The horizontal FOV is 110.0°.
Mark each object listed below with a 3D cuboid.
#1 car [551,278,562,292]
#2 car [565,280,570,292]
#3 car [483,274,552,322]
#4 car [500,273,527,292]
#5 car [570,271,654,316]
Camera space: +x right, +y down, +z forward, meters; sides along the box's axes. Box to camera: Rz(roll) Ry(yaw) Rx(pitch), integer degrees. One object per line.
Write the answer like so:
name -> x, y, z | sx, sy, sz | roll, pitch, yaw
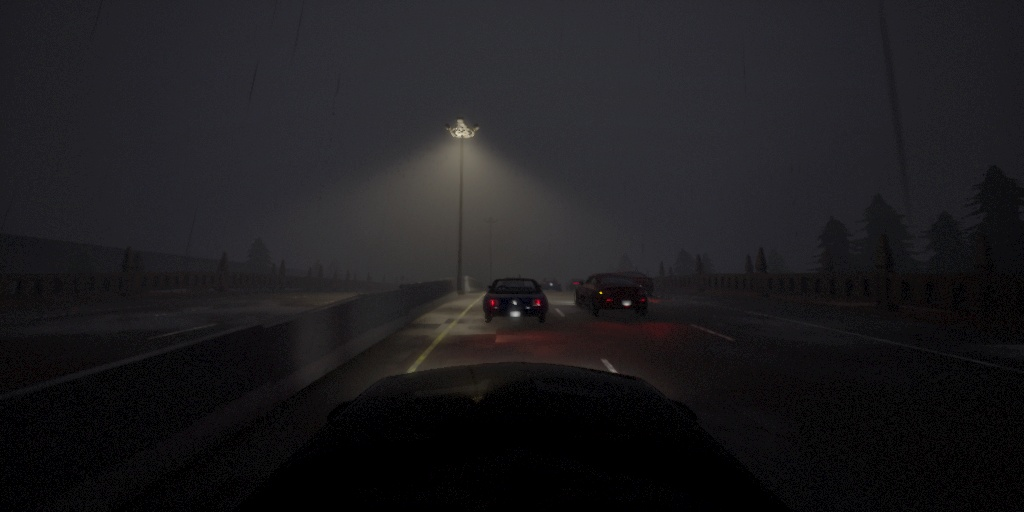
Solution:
car -> 3.599, 2.802, 34.733 | 1.994, 1.385, 4.181 | 0, -6, 0
car -> 7.099, 3.276, 39.953 | 1.837, 1.490, 4.892 | 0, -6, 0
car -> 0.100, 1.404, 12.371 | 1.895, 1.301, 4.718 | 0, -1, 0
car -> 0.099, 2.377, 31.153 | 2.128, 1.511, 4.902 | 0, -5, 0
car -> 3.600, 1.358, 13.558 | 1.812, 1.442, 4.674 | 0, -2, 0
